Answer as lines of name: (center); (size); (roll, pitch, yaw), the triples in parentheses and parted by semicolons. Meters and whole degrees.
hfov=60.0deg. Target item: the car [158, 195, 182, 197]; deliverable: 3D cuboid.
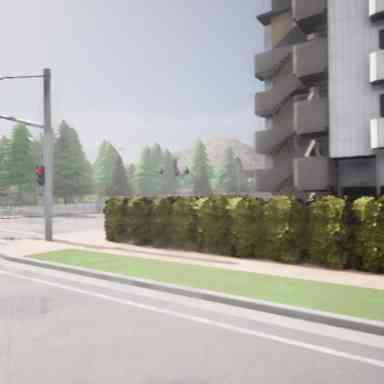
car: (-3.139, 1.337, 39.101); (2.150, 2.045, 5.566); (-1, 0, 37)
